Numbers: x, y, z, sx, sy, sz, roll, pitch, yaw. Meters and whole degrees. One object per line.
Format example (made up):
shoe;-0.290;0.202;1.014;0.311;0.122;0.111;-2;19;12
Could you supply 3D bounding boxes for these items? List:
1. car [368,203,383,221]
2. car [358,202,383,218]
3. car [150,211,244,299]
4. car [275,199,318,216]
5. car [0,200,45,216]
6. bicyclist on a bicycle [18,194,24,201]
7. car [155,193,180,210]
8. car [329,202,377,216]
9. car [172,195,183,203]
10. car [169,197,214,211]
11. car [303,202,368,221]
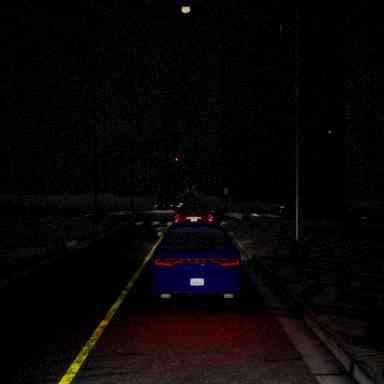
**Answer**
car;17.944;1.823;28.340;4.829;1.417;1.752;1;-1;0
car;19.914;1.852;34.191;4.674;1.442;1.812;1;0;0
car;0.099;1.478;8.499;1.882;1.535;5.008;0;0;0
car;10.947;1.539;34.188;4.553;1.767;2.097;1;0;0
car;-14.777;1.367;28.240;4.403;1.369;2.008;1;-1;0
bicyclist on a bicycle;-20.502;1.031;39.724;0.582;1.620;1.656;1;0;0
car;-3.265;1.221;42.838;2.150;2.045;5.566;0;0;3
car;17.781;1.841;36.864;4.403;1.369;2.008;1;-1;0
car;-3.023;1.494;68.876;2.128;1.511;4.902;0;0;0
car;0.118;1.352;17.653;2.097;1.767;4.553;0;0;1
car;12.131;1.774;28.339;4.313;1.339;1.947;1;-1;0
